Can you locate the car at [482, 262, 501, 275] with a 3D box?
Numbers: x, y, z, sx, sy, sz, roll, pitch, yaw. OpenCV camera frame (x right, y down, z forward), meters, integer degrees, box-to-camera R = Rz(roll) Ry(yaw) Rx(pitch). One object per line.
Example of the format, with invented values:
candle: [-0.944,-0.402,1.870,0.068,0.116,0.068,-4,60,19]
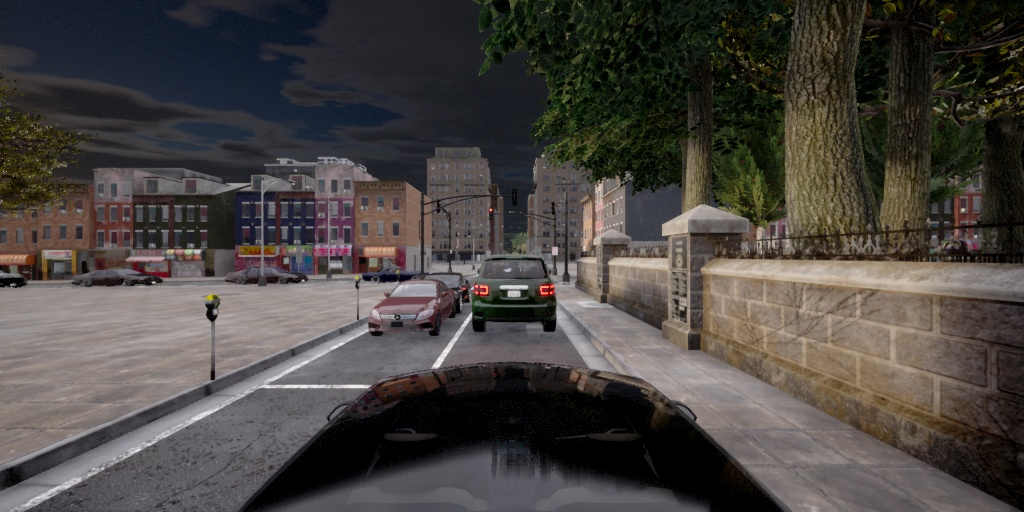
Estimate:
car: [-2.280,1.342,40.767,1.895,1.301,4.718,0,0,0]

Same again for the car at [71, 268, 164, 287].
car: [-29.474,1.640,26.829,5.357,1.411,2.033,-1,0,0]

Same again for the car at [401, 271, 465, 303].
car: [-2.638,1.315,13.981,1.948,1.339,4.313,0,0,0]

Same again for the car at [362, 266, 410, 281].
car: [-8.557,1.426,26.899,4.718,1.301,1.895,-1,0,0]

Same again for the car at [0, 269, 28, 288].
car: [-39.540,1.621,26.820,4.553,1.767,2.097,-1,0,0]

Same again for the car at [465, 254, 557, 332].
car: [0.076,0.971,10.997,2.150,2.045,5.566,0,0,1]

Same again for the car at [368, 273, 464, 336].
car: [-2.638,1.331,10.318,1.802,1.307,4.207,0,0,0]

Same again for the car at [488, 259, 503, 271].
car: [-2.294,1.216,51.180,1.882,1.535,5.008,0,0,0]

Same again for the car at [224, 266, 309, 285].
car: [-18.318,1.482,26.866,5.357,1.411,2.033,-1,0,0]
